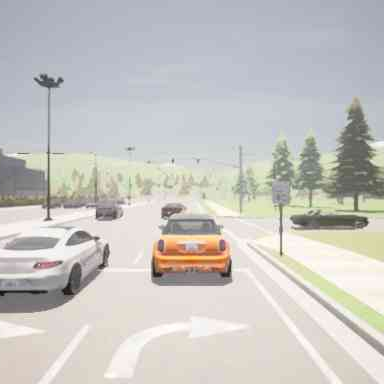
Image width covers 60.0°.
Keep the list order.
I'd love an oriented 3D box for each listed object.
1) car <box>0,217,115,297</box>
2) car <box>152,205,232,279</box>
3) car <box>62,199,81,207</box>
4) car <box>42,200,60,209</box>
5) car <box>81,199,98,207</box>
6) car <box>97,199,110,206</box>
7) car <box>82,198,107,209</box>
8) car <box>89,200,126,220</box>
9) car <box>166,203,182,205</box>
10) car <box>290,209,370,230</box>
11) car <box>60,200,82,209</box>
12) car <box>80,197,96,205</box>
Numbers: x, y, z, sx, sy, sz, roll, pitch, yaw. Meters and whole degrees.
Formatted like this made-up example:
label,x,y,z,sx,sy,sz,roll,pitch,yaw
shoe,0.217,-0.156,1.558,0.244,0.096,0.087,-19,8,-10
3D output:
label,x,y,z,sx,sy,sz,roll,pitch,yaw
car,-3.520,1.607,8.699,1.812,1.442,4.674,0,0,-1
car,-0.026,1.450,10.557,2.097,1.767,4.553,0,-1,-1
car,-23.087,2.152,63.790,1.994,1.385,4.181,0,-1,0
car,-23.113,2.035,55.094,1.812,1.442,4.674,0,-1,0
car,-19.587,2.065,63.769,1.882,1.535,5.008,0,-1,0
car,-19.557,2.202,73.725,1.812,1.442,4.674,0,-1,0
car,-16.113,2.109,55.104,1.895,1.301,4.718,0,-1,0
car,-7.778,1.782,31.553,2.128,1.511,4.902,0,-1,-2
car,-1.709,1.779,32.790,1.882,1.535,5.008,0,-1,8
car,9.163,1.803,22.193,4.718,1.301,1.895,0,-1,2
car,-19.614,2.070,54.840,1.994,1.385,4.181,0,-1,0
car,-23.056,2.036,73.959,2.097,1.767,4.553,0,-1,0
